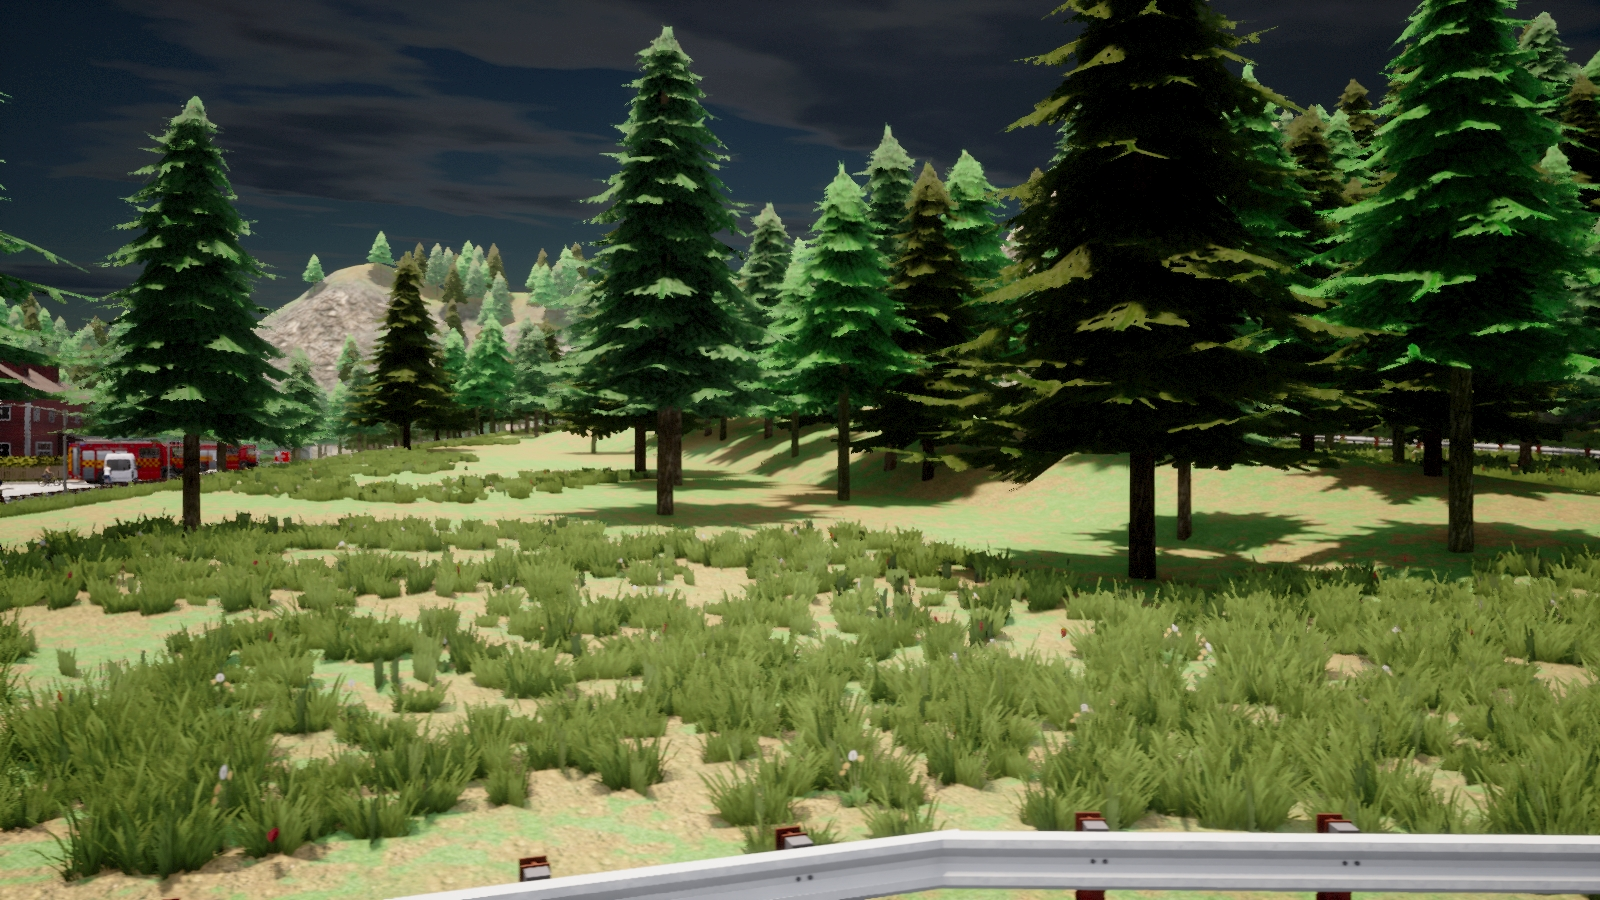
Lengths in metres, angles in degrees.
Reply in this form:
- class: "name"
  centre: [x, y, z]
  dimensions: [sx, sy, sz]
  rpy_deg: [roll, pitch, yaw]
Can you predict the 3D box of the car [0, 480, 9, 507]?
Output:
- class: "car"
  centre: [-40.332, 2.130, 54.463]
  dimensions: [1.895, 1.301, 4.718]
  rpy_deg: [0, 0, 1]
